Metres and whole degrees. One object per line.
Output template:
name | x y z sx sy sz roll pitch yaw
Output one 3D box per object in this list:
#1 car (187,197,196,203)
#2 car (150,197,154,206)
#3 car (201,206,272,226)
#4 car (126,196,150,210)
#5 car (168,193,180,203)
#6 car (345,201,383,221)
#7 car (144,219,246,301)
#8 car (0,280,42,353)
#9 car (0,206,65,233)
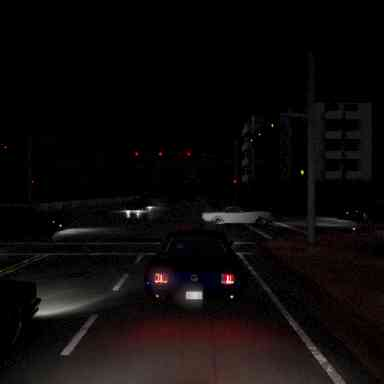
car | -0.147 1.601 67.360 1.895 1.301 4.718 0 0 0
car | -7.195 1.505 53.446 1.837 1.490 4.892 0 0 0
car | 3.026 1.601 22.844 4.718 1.301 1.895 0 0 -2
car | -7.178 1.547 43.300 2.033 1.411 5.357 0 0 0
car | -3.647 1.221 67.338 2.150 2.045 5.566 0 0 0
car | 15.001 1.505 27.013 4.892 1.490 1.837 0 0 -2
car | 0.114 1.601 8.291 1.895 1.301 4.718 0 0 2
car | -3.452 1.547 3.087 2.033 1.411 5.357 0 0 0
car | -10.227 1.547 19.136 5.357 1.411 2.033 0 0 0
